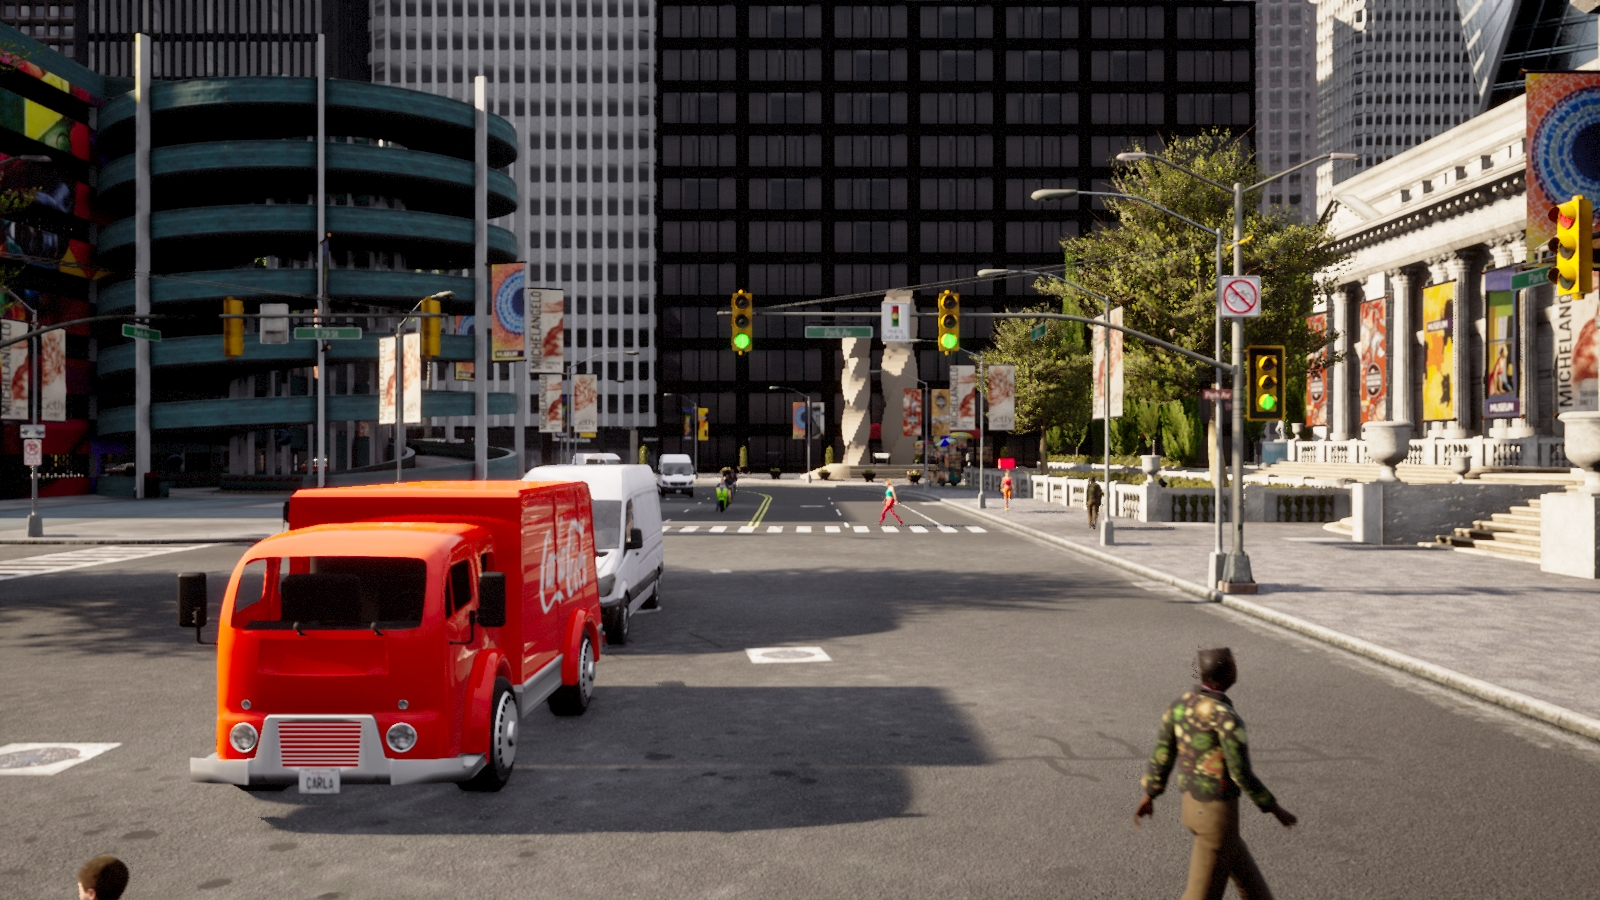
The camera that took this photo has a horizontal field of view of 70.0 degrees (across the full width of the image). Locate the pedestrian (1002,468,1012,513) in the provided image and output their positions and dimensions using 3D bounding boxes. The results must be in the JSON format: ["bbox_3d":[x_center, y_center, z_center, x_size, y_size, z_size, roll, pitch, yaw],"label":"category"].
[{"bbox_3d":[8.711,1.706,48.101,0.375,1.860,0.375,0,0,3],"label":"pedestrian"}]

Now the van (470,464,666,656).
[{"bbox_3d":[-3.512,1.540,18.536,1.988,2.561,5.915,0,0,0],"label":"van"}]

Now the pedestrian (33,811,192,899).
[{"bbox_3d":[-2.670,2.130,4.451,0.375,1.300,0.375,0,0,14],"label":"pedestrian"}]

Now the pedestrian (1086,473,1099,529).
[{"bbox_3d":[9.813,1.706,38.301,0.375,1.860,0.375,0,0,6],"label":"pedestrian"}]

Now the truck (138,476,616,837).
[{"bbox_3d":[-3.499,1.565,10.920,2.627,2.467,5.204,0,0,0],"label":"truck"}]

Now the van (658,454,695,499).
[{"bbox_3d":[-7.549,1.551,69.420,1.988,2.561,5.915,0,0,-9],"label":"van"}]

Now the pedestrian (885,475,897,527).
[{"bbox_3d":[3.323,1.859,41.665,0.375,1.860,0.375,0,0,-7],"label":"pedestrian"}]

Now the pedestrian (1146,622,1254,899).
[{"bbox_3d":[2.056,1.851,5.890,0.375,1.860,0.375,0,0,-15],"label":"pedestrian"}]
